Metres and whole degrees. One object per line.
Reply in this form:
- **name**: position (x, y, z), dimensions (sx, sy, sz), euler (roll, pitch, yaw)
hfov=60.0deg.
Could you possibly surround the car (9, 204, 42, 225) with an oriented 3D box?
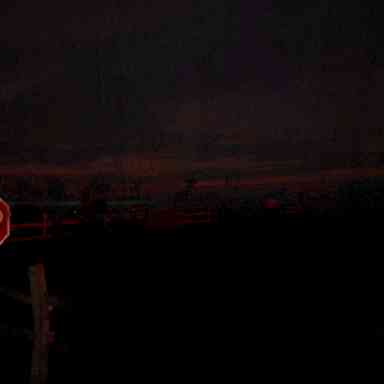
- **car**: position (-14.927, 1.821, 28.244), dimensions (2.097, 1.767, 4.553), euler (-1, -1, 16)

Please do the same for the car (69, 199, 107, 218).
- **car**: position (-12.025, 1.877, 38.972), dimensions (2.150, 2.045, 5.566), euler (-1, -1, 15)

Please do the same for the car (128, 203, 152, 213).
- **car**: position (-8.085, 2.501, 52.413), dimensions (1.895, 1.301, 4.718), euler (-1, -1, 17)

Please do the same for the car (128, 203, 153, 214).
- **car**: position (-6.996, 2.214, 45.877), dimensions (1.882, 1.535, 5.008), euler (-2, -1, 16)
